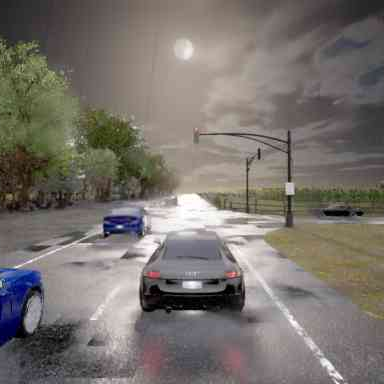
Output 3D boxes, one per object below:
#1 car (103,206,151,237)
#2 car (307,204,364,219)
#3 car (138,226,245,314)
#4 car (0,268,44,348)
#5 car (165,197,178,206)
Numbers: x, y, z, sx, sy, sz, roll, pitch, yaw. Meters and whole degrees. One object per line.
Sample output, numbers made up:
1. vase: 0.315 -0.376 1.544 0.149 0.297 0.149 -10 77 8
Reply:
1. car: -3.376 1.483 18.010 1.882 1.535 5.008 0 0 0
2. car: 13.401 1.808 31.284 4.718 1.301 1.895 1 -1 3
3. car: 0.011 1.566 7.725 1.994 1.385 4.181 0 0 0
4. car: -3.395 1.479 3.556 1.882 1.535 5.008 0 0 0
5. car: -3.326 1.498 54.708 2.128 1.511 4.902 0 0 0
